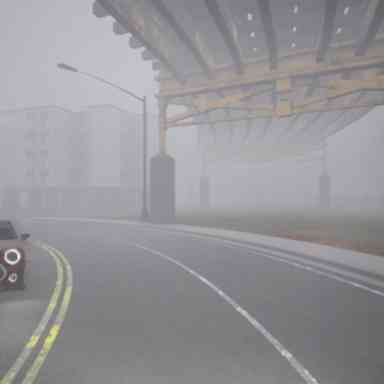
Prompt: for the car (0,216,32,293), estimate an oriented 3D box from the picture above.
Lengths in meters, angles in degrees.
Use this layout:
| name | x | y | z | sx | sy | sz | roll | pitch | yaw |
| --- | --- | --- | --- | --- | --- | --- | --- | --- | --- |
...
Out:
| name | x | y | z | sx | sy | sz | roll | pitch | yaw |
| --- | --- | --- | --- | --- | --- | --- | --- | --- | --- |
| car | -5.488 | 1.461 | 8.858 | 2.097 | 1.767 | 4.553 | 0 | -1 | -24 |
